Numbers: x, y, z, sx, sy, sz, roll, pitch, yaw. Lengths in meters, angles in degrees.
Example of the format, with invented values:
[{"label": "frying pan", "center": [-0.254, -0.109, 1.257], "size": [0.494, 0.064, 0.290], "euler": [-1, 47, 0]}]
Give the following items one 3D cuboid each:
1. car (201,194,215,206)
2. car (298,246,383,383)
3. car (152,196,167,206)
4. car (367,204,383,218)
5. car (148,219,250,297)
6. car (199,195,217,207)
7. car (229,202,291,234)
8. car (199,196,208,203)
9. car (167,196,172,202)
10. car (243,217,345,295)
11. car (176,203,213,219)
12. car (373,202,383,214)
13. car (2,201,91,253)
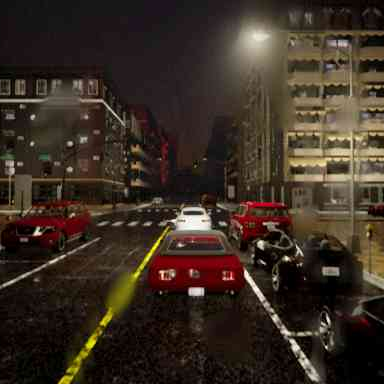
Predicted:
[{"label": "car", "center": [2.733, 1.385, 57.732], "size": [2.192, 1.841, 5.009], "euler": [1, 0, 0]}, {"label": "car", "center": [2.698, 1.570, 3.082], "size": [1.947, 1.339, 4.313], "euler": [1, 0, 0]}, {"label": "car", "center": [-5.895, 1.621, 57.652], "size": [2.008, 1.369, 4.403], "euler": [1, 0, 0]}, {"label": "car", "center": [17.235, 1.602, 28.342], "size": [4.206, 1.307, 1.802], "euler": [0, -1, 0]}, {"label": "car", "center": [0.086, 1.611, 8.553], "size": [1.895, 1.301, 4.718], "euler": [0, 0, 0]}, {"label": "car", "center": [2.751, 1.378, 52.031], "size": [2.192, 1.841, 5.009], "euler": [1, 0, 0]}, {"label": "car", "center": [2.758, 1.331, 13.957], "size": [2.192, 1.841, 5.009], "euler": [1, 0, 0]}, {"label": "car", "center": [2.579, 1.658, 74.815], "size": [1.947, 1.339, 4.313], "euler": [1, 0, 0]}, {"label": "car", "center": [-5.810, 1.624, 80.266], "size": [1.752, 1.417, 4.829], "euler": [1, 0, 0]}, {"label": "car", "center": [2.689, 1.576, 8.520], "size": [1.947, 1.339, 4.313], "euler": [1, 0, 0]}, {"label": "car", "center": [0.076, 1.547, 18.373], "size": [1.812, 1.442, 4.674], "euler": [0, 0, 0]}, {"label": "car", "center": [22.736, 1.770, 36.742], "size": [4.313, 1.339, 1.947], "euler": [0, -1, 0]}, {"label": "car", "center": [-5.769, 1.331, 13.937], "size": [2.192, 1.841, 5.009], "euler": [1, 0, 0]}]
